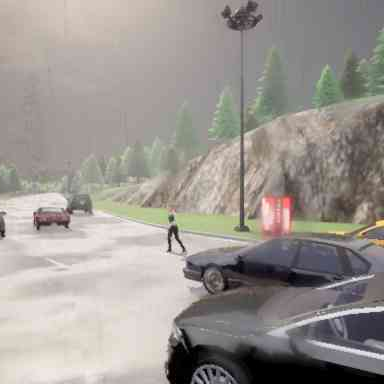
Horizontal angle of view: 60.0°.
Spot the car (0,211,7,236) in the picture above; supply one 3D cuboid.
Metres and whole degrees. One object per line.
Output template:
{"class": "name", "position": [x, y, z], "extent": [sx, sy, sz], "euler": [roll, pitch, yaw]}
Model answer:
{"class": "car", "position": [-11.009, 1.525, 17.749], "extent": [1.812, 1.442, 4.674], "euler": [0, 0, -31]}

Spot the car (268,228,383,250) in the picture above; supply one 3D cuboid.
{"class": "car", "position": [2.305, 1.546, 6.759], "extent": [5.357, 1.411, 2.033], "euler": [0, 0, 41]}

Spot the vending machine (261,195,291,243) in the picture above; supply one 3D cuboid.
{"class": "vending machine", "position": [3.882, 1.195, 15.396], "extent": [1.100, 2.100, 0.880], "euler": [0, 0, -44]}

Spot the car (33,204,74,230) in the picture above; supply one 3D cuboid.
{"class": "car", "position": [-9.131, 1.601, 21.439], "extent": [1.895, 1.301, 4.718], "euler": [0, 0, -28]}

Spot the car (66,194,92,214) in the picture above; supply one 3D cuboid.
{"class": "car", "position": [-11.855, 1.221, 34.909], "extent": [2.150, 2.045, 5.566], "euler": [0, 0, -25]}

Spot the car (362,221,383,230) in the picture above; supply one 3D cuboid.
{"class": "car", "position": [5.466, 1.478, 8.905], "extent": [5.008, 1.535, 1.882], "euler": [0, 0, 38]}

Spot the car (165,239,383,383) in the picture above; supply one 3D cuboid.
{"class": "car", "position": [1.955, 1.492, 2.906], "extent": [4.902, 1.511, 2.128], "euler": [0, 0, 36]}

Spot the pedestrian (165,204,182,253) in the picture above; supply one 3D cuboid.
{"class": "pedestrian", "position": [-0.710, 1.294, 12.145], "extent": [0.375, 1.860, 0.375], "euler": [0, 0, -43]}
